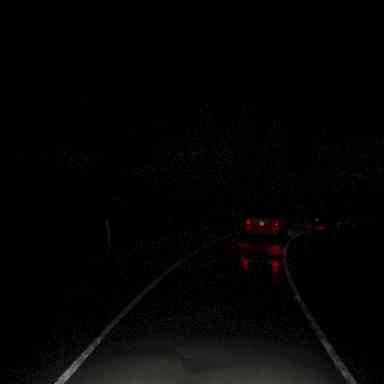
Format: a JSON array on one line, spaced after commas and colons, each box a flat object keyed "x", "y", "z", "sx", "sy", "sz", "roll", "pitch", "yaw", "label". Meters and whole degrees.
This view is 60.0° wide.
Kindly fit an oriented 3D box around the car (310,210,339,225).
[{"x": 14.282, "y": 2.717, "z": 35.751, "sx": 1.812, "sy": 1.442, "sz": 4.674, "roll": 4, "pitch": 0, "yaw": 41, "label": "car"}]

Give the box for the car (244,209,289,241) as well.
[{"x": 4.627, "y": 1.828, "z": 20.254, "sx": 2.097, "sy": 1.767, "sz": 4.553, "roll": 2, "pitch": -1, "yaw": 22, "label": "car"}]
